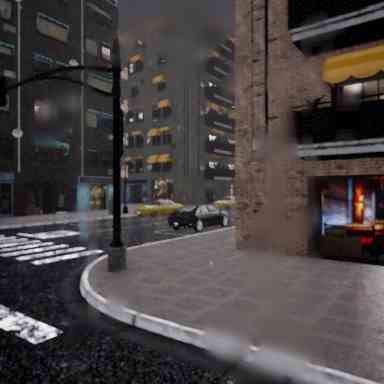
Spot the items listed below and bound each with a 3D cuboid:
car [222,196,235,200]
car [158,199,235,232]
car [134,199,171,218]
[{"bbox_3d":[3.993,1.104,36.621,1.752,1.417,4.829,1,1,36],"label":"car"},{"bbox_3d":[0.487,1.329,18.388,2.008,1.369,4.403,1,1,36],"label":"car"},{"bbox_3d":[-2.673,1.245,27.446,1.752,1.417,4.829,1,1,36],"label":"car"}]
